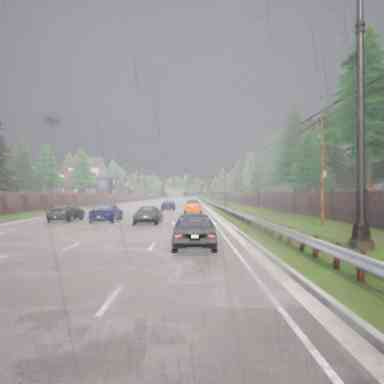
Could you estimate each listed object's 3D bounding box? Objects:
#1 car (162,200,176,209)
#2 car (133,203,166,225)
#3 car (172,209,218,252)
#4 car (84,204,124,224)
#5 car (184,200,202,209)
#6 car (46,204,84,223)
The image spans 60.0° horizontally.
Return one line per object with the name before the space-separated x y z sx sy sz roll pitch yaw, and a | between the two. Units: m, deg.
car | -3.394 1.914 49.120 1.882 1.535 5.008 0 0 0
car | -3.441 1.800 26.459 1.994 1.385 4.181 0 0 0
car | 0.101 1.678 14.515 2.033 1.411 5.357 0 0 0
car | -6.935 1.720 27.281 1.882 1.535 5.008 0 0 0
car | 0.108 1.710 40.277 2.097 1.767 4.553 0 -1 0
car | -10.431 1.739 27.771 2.128 1.511 4.902 0 0 0
